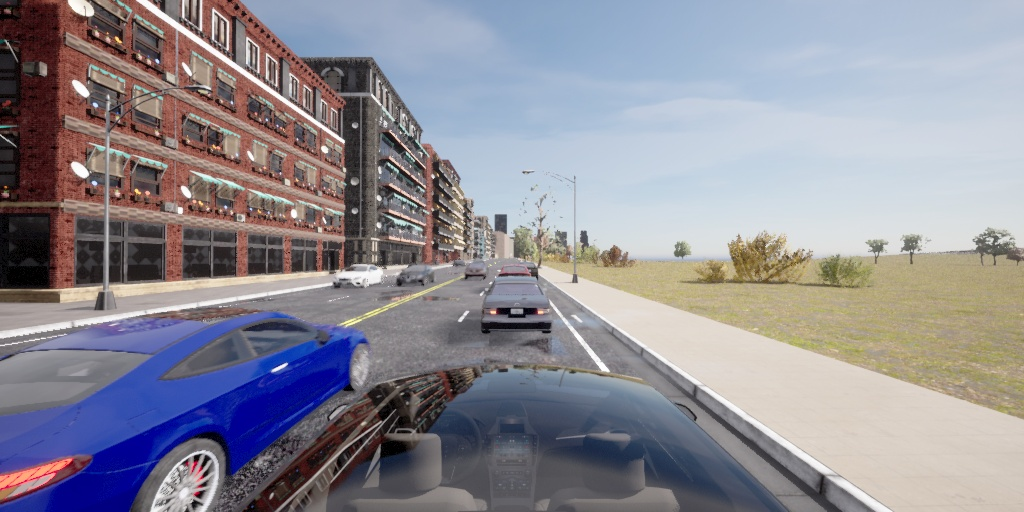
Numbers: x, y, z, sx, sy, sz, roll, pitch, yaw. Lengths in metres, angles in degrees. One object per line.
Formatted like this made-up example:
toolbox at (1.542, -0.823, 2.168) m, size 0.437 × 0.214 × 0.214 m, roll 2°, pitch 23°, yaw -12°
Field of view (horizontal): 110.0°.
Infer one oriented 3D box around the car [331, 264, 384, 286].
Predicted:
car at (-9.805, 1.279, 23.300) m, size 1.812 × 1.442 × 4.674 m, roll 0°, pitch 0°, yaw 0°

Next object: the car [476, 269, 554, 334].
car at (0.118, 1.299, 10.627) m, size 2.033 × 1.411 × 5.357 m, roll 0°, pitch 0°, yaw 0°

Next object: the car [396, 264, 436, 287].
car at (-6.538, 1.279, 24.912) m, size 1.812 × 1.442 × 4.674 m, roll 0°, pitch 0°, yaw 0°

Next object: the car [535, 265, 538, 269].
car at (1.199, 1.231, 30.604) m, size 1.882 × 1.535 × 5.008 m, roll 0°, pitch 0°, yaw 0°

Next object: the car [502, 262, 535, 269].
car at (0.144, 1.230, 21.167) m, size 1.882 × 1.535 × 5.008 m, roll 0°, pitch 0°, yaw 0°

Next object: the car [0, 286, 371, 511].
car at (-3.151, 1.276, 3.786) m, size 1.812 × 1.442 × 4.674 m, roll 0°, pitch 0°, yaw 0°

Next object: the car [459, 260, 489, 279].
car at (-3.084, 1.300, 32.010) m, size 2.033 × 1.411 × 5.357 m, roll 0°, pitch 0°, yaw 0°
